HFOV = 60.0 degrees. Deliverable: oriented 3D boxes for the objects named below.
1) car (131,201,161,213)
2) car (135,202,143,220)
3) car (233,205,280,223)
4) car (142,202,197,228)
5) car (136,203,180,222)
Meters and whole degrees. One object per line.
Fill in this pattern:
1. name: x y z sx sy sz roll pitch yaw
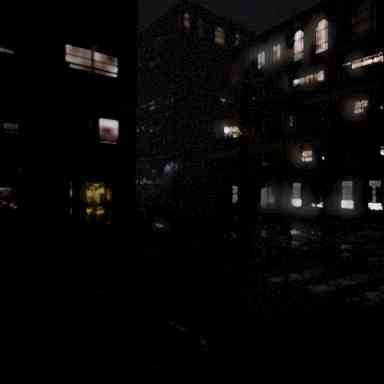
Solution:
1. car: -5.988 1.914 42.809 1.947 1.339 4.313 1 -1 -36
2. car: -5.873 1.728 28.979 1.947 1.339 4.313 1 -1 -36
3. car: 5.215 1.776 27.473 2.008 1.369 4.403 1 -1 -36
4. car: -1.389 1.552 22.718 1.967 1.590 4.097 1 -1 -36
5. car: -3.113 1.723 29.732 1.812 1.442 4.674 1 -1 -36
